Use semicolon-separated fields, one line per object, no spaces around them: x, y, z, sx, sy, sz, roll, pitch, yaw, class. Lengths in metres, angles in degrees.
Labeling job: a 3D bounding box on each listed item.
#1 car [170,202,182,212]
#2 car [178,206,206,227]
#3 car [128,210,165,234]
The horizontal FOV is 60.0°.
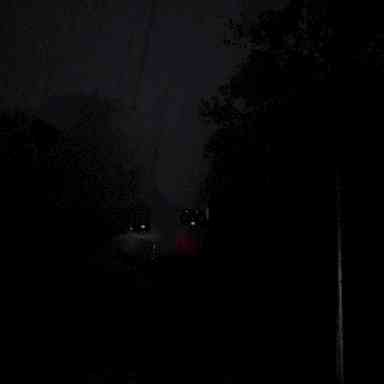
-2.863;2.832;63.301;2.150;2.045;5.566;0;-2;2;car
0.066;2.032;26.432;1.895;1.301;4.718;0;-1;0;car
-2.867;1.887;21.569;1.994;1.385;4.181;0;-1;0;car
